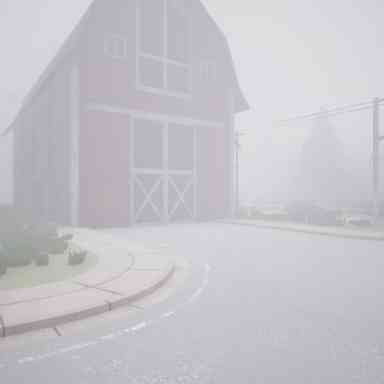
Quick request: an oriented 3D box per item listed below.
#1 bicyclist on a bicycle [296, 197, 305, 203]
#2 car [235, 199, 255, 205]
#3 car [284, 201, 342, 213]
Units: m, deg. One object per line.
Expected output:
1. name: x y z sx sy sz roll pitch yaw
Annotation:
1. bicyclist on a bicycle: 13.275 1.322 40.233 1.656 1.620 0.582 46 -25 -24
2. car: 5.520 1.552 38.492 1.812 1.442 4.674 0 0 -34
3. car: 10.951 1.574 30.610 2.033 1.411 5.357 0 0 -35
